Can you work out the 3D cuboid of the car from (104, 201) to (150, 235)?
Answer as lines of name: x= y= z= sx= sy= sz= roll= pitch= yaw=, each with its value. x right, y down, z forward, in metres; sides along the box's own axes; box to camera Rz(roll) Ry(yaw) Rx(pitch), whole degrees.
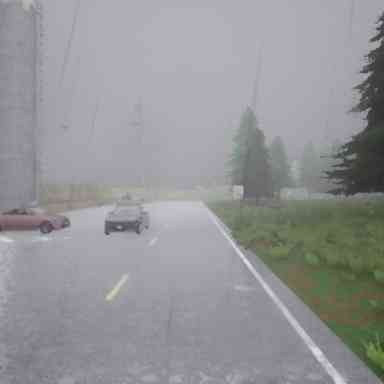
car: x=-3.540 y=1.470 z=18.838 sx=1.882 sy=1.535 sz=5.008 roll=0 pitch=0 yaw=0

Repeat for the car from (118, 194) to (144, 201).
car: x=-9.533 y=1.462 z=51.664 sx=3.988 sy=1.617 sz=1.851 roll=0 pitch=0 yaw=-1

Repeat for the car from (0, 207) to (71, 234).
car: x=-9.054 y=1.542 z=18.655 sx=4.181 sy=1.381 sz=1.994 roll=0 pitch=0 yaw=-1

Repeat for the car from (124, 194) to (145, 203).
car: x=-11.886 y=1.329 z=68.510 sx=3.866 sy=1.878 sz=1.905 roll=0 pitch=0 yaw=-31
